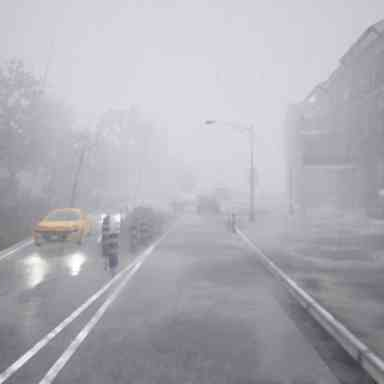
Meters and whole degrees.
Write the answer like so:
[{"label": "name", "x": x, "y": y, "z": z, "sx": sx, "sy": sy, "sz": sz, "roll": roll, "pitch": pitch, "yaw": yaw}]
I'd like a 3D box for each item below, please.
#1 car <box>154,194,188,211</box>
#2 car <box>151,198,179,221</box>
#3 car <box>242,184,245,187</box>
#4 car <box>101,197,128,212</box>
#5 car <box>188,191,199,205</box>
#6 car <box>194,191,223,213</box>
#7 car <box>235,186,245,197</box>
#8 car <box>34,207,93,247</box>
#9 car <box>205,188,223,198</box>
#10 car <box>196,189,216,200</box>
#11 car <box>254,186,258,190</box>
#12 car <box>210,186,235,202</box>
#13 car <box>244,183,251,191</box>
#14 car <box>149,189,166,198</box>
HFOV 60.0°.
[{"label": "car", "x": -2.099, "y": 1.306, "z": 33.886, "sx": 2.097, "sy": 1.535, "sz": 5.008, "roll": 1, "pitch": 3, "yaw": 9}, {"label": "car", "x": -2.608, "y": 1.612, "z": 27.771, "sx": 2.002, "sy": 1.452, "sz": 4.674, "roll": -2, "pitch": 2, "yaw": 4}, {"label": "car", "x": 9.793, "y": -0.566, "z": 76.947, "sx": 2.231, "sy": 1.521, "sz": 4.892, "roll": -3, "pitch": 1, "yaw": 25}, {"label": "car", "x": -7.701, "y": 1.243, "z": 33.328, "sx": 1.895, "sy": 1.301, "sz": 4.718, "roll": 0, "pitch": 2, "yaw": -1}, {"label": "car", "x": -0.369, "y": 0.934, "z": 44.272, "sx": 2.002, "sy": 1.452, "sz": 4.674, "roll": -1, "pitch": 2, "yaw": 12}, {"label": "car", "x": 1.810, "y": 1.140, "z": 34.286, "sx": 2.097, "sy": 1.767, "sz": 4.553, "roll": 0, "pitch": 2, "yaw": 8}, {"label": "car", "x": 8.068, "y": 0.114, "z": 62.382, "sx": 1.994, "sy": 1.385, "sz": 4.181, "roll": 0, "pitch": 2, "yaw": 20}, {"label": "car", "x": -5.861, "y": 1.507, "z": 15.597, "sx": 1.882, "sy": 1.535, "sz": 5.008, "roll": 0, "pitch": 0, "yaw": -10}, {"label": "car", "x": 4.164, "y": 0.104, "z": 61.942, "sx": 2.097, "sy": 1.535, "sz": 5.008, "roll": 0, "pitch": 3, "yaw": 18}, {"label": "car", "x": 2.346, "y": 0.378, "z": 55.887, "sx": 2.231, "sy": 1.521, "sz": 4.892, "roll": 0, "pitch": 3, "yaw": 16}, {"label": "car", "x": 14.667, "y": -1.290, "z": 87.026, "sx": 2.435, "sy": 2.045, "sz": 5.566, "roll": -3, "pitch": 1, "yaw": 28}, {"label": "car", "x": 4.524, "y": 0.357, "z": 49.270, "sx": 2.150, "sy": 2.045, "sz": 5.566, "roll": 0, "pitch": 3, "yaw": 14}, {"label": "car", "x": 12.141, "y": -0.802, "z": 82.016, "sx": 2.231, "sy": 1.521, "sz": 4.892, "roll": -3, "pitch": 1, "yaw": 26}, {"label": "car", "x": -5.784, "y": 0.229, "z": 56.653, "sx": 2.128, "sy": 1.511, "sz": 4.902, "roll": 0, "pitch": 2, "yaw": 11}]
